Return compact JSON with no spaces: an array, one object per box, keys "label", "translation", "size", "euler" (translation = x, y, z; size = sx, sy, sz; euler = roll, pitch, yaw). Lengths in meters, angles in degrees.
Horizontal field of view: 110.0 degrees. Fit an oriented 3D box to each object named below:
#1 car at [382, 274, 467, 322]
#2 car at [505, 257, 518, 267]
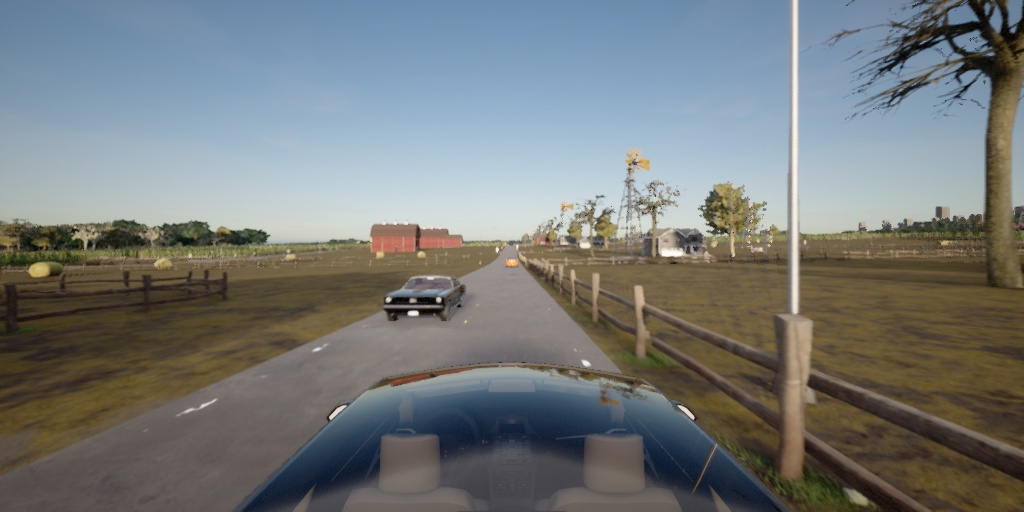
[{"label":"car","translation":[-2.797,1.326,12.406],"size":[1.895,1.301,4.718],"euler":[0,0,1]},{"label":"car","translation":[-0.007,0.925,59.717],"size":[2.097,1.767,4.553],"euler":[0,0,0]}]
